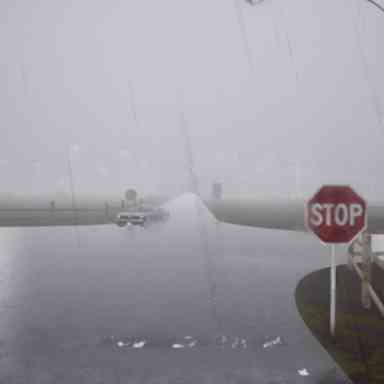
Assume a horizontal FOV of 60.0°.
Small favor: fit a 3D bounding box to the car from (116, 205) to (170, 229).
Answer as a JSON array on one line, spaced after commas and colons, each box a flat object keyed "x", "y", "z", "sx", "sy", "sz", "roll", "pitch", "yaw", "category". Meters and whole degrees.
[{"x": -3.020, "y": 1.508, "z": 21.351, "sx": 1.895, "sy": 1.301, "sz": 4.718, "roll": 0, "pitch": 1, "yaw": 16, "category": "car"}]
